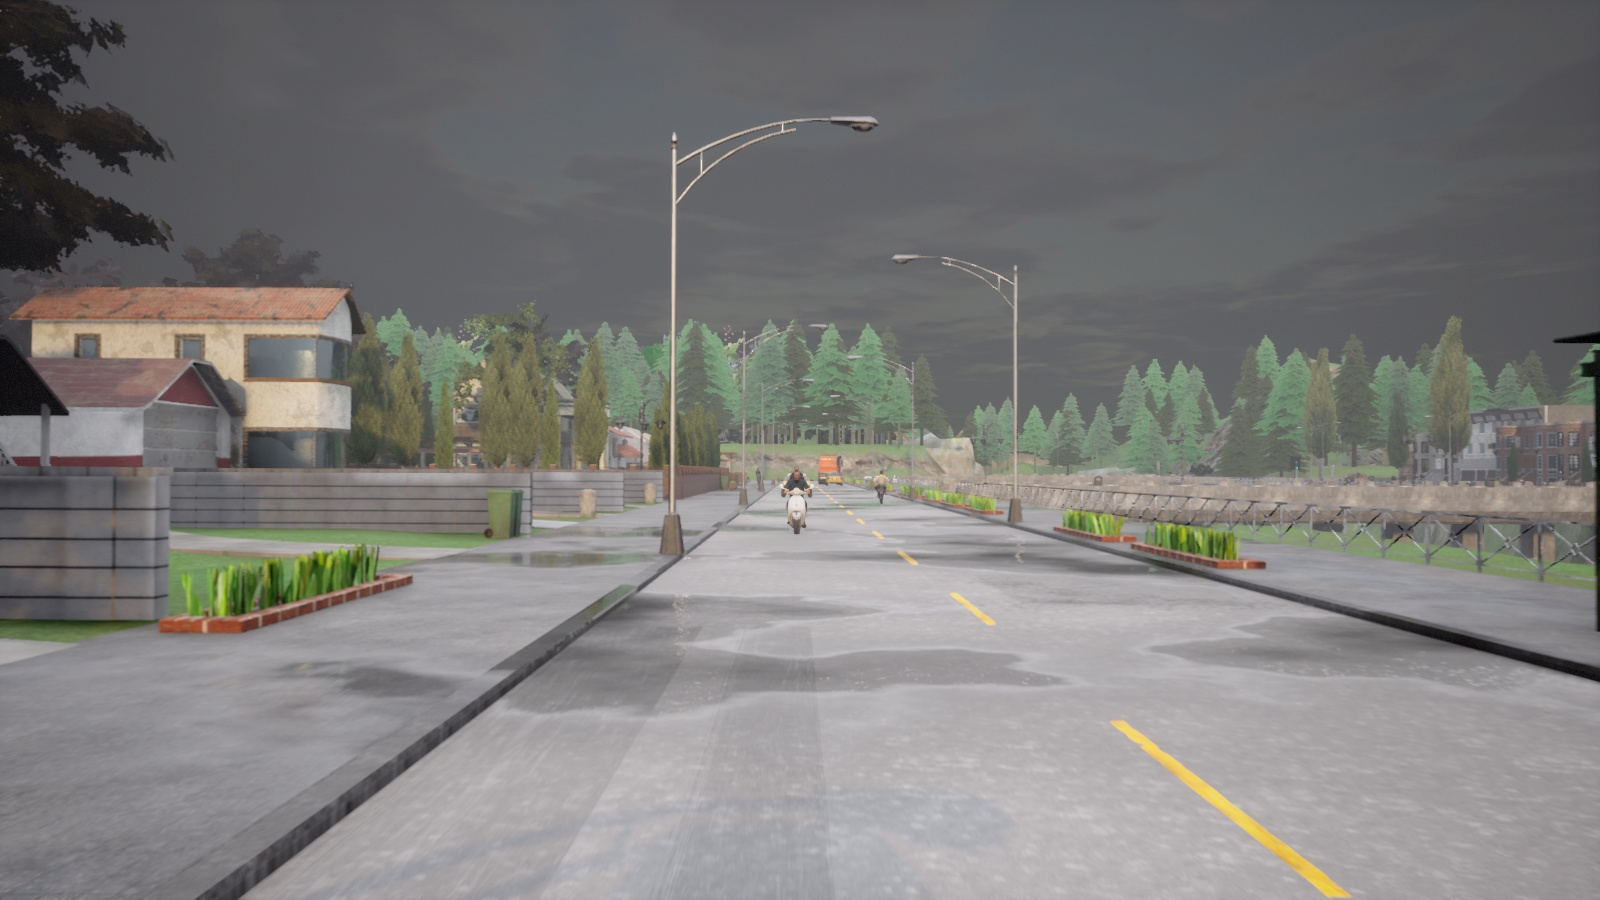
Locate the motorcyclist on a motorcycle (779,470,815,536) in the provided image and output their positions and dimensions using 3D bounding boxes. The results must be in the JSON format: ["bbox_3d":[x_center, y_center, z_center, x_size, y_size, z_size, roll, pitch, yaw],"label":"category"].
[{"bbox_3d":[-0.074,1.291,31.236,0.866,1.590,1.817,0,-1,0],"label":"motorcyclist on a motorcycle"}]

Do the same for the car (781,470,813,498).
[{"bbox_3d":[-0.177,2.013,75.203,1.801,1.575,5.366,0,-1,0],"label":"car"}]
